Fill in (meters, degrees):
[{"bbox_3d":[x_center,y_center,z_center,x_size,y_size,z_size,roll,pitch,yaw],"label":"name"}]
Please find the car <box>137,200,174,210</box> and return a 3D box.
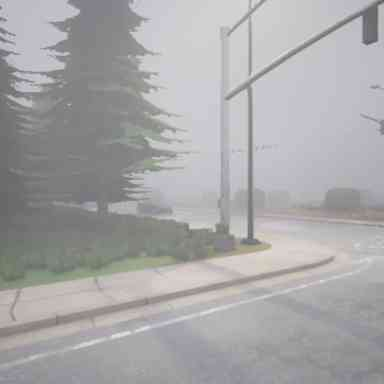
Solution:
[{"bbox_3d":[-3.651,1.484,32.633,1.882,1.535,5.008,0,0,-34],"label":"car"}]
